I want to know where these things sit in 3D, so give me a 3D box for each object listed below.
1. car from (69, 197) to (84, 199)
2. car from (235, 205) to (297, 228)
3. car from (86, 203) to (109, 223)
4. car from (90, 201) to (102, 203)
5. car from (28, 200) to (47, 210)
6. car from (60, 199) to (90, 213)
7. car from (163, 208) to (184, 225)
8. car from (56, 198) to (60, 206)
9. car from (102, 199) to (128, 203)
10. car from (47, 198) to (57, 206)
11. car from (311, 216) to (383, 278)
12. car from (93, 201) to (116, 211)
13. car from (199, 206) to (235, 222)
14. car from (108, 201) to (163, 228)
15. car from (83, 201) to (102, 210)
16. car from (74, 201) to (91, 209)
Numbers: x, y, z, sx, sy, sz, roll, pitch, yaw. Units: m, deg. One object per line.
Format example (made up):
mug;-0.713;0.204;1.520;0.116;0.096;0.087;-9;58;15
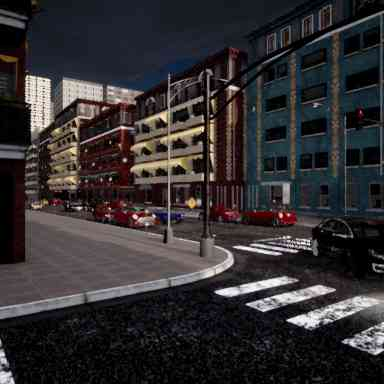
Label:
car;-19.522;1.907;55.508;2.150;2.045;5.566;0;-1;-35
car;5.439;1.639;24.146;1.967;1.590;4.097;-1;0;-35
car;-7.362;1.904;28.727;1.802;1.307;4.206;-1;0;-35
car;-13.599;2.065;47.082;1.837;1.490;4.892;0;-1;-34
car;-26.388;2.170;56.049;1.967;1.590;4.097;-1;0;-35
car;-16.194;2.052;45.831;2.128;1.511;4.902;0;-1;-34
car;-2.553;1.867;26.149;1.895;1.301;4.718;0;-1;-35
car;-26.273;2.429;69.675;2.008;1.369;4.403;-1;0;-35
car;-10.424;1.855;46.909;2.192;1.841;5.009;-1;0;-35
car;-32.618;2.327;78.783;2.192;1.841;5.009;-1;0;-35
car;5.260;1.553;10.300;1.837;1.490;4.892;2;-1;0
car;-13.590;2.159;51.461;2.008;1.369;4.403;-1;0;-35
car;2.267;1.849;28.697;1.802;1.307;4.206;-1;0;-35
car;-4.194;1.694;24.174;1.967;1.590;4.097;-1;0;-35
car;-16.761;2.258;56.015;1.802;1.307;4.206;-1;0;-35
car;-19.931;2.325;60.569;1.802;1.307;4.206;-1;0;-35
